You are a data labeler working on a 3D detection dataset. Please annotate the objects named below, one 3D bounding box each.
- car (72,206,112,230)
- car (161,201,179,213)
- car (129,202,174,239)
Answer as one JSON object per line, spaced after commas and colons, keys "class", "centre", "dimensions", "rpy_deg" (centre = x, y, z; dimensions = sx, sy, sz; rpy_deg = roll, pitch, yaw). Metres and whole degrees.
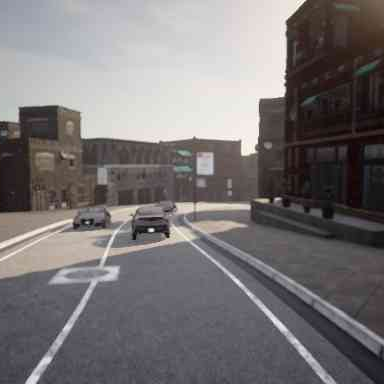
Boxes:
{"class": "car", "centre": [-6.422, 1.635, 21.753], "dimensions": [1.994, 1.385, 4.181], "rpy_deg": [-1, 0, -6]}
{"class": "car", "centre": [-2.698, 1.622, 36.097], "dimensions": [1.994, 1.385, 4.181], "rpy_deg": [0, 0, 7]}
{"class": "car", "centre": [-2.222, 1.509, 17.656], "dimensions": [1.837, 1.490, 4.892], "rpy_deg": [-1, 0, -8]}
